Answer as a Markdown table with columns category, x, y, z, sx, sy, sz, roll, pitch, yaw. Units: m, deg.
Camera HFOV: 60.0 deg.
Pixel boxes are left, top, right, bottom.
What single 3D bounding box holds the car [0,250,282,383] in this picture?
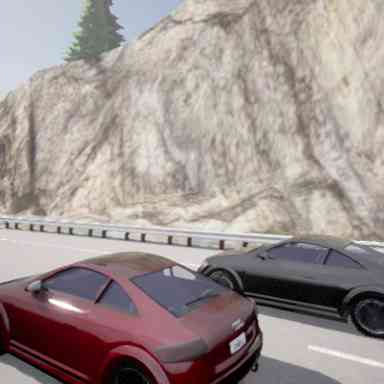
| category | x | y | z | sx | sy | sz | roll | pitch | yaw |
| --- | --- | --- | --- | --- | --- | --- | --- | --- | --- |
| car | -1.166 | 1.560 | 4.644 | 4.181 | 1.385 | 1.994 | 0 | 0 | 34 |

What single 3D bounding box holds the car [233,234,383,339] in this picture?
| category | x | y | z | sx | sy | sz | roll | pitch | yaw |
| --- | --- | --- | --- | --- | --- | --- | --- | --- | --- |
| car | 2.145 | 1.551 | 6.613 | 4.181 | 1.385 | 1.994 | 0 | 0 | 35 |
